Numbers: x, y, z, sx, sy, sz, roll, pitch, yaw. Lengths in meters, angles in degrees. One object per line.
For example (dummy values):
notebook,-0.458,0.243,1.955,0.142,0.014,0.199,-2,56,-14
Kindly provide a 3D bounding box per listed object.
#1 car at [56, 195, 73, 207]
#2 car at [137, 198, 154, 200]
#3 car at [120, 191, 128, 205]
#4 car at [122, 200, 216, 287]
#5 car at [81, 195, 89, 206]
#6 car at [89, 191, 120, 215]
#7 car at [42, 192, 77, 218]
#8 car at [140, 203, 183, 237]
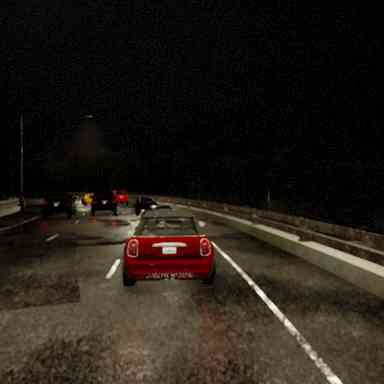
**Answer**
car,-16.784,1.134,43.566,1.837,1.490,4.892,0,0,-24
car,-4.132,1.251,29.153,1.837,1.490,4.892,0,1,-15
car,-10.500,0.814,46.752,2.150,2.045,5.566,0,0,-25
car,-0.664,1.269,9.313,2.097,1.767,4.553,0,0,-5
car,-14.267,1.080,46.442,1.882,1.535,5.008,0,0,-25
car,-8.130,0.960,30.584,2.150,2.045,5.566,0,1,-16
car,-10.793,0.993,27.278,2.150,2.045,5.566,0,1,-15
car,-1.772,1.407,17.952,1.994,1.385,4.181,0,1,-9
